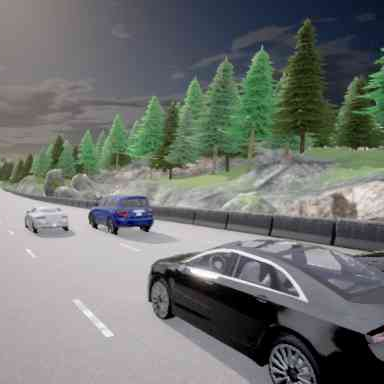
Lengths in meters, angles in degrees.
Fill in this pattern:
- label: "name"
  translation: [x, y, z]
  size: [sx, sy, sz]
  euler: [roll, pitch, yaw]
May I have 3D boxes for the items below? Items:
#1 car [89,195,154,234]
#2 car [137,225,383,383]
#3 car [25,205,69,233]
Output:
- label: "car"
  translation: [-4.197, 1.201, 19.267]
  size: [2.150, 2.045, 5.566]
  euler: [0, 0, -34]
- label: "car"
  translation: [1.005, 1.486, 5.085]
  size: [2.128, 1.511, 4.902]
  euler: [0, 0, -34]
- label: "car"
  translation: [-8.565, 1.493, 19.516]
  size: [1.812, 1.442, 4.674]
  euler: [0, 0, -34]
